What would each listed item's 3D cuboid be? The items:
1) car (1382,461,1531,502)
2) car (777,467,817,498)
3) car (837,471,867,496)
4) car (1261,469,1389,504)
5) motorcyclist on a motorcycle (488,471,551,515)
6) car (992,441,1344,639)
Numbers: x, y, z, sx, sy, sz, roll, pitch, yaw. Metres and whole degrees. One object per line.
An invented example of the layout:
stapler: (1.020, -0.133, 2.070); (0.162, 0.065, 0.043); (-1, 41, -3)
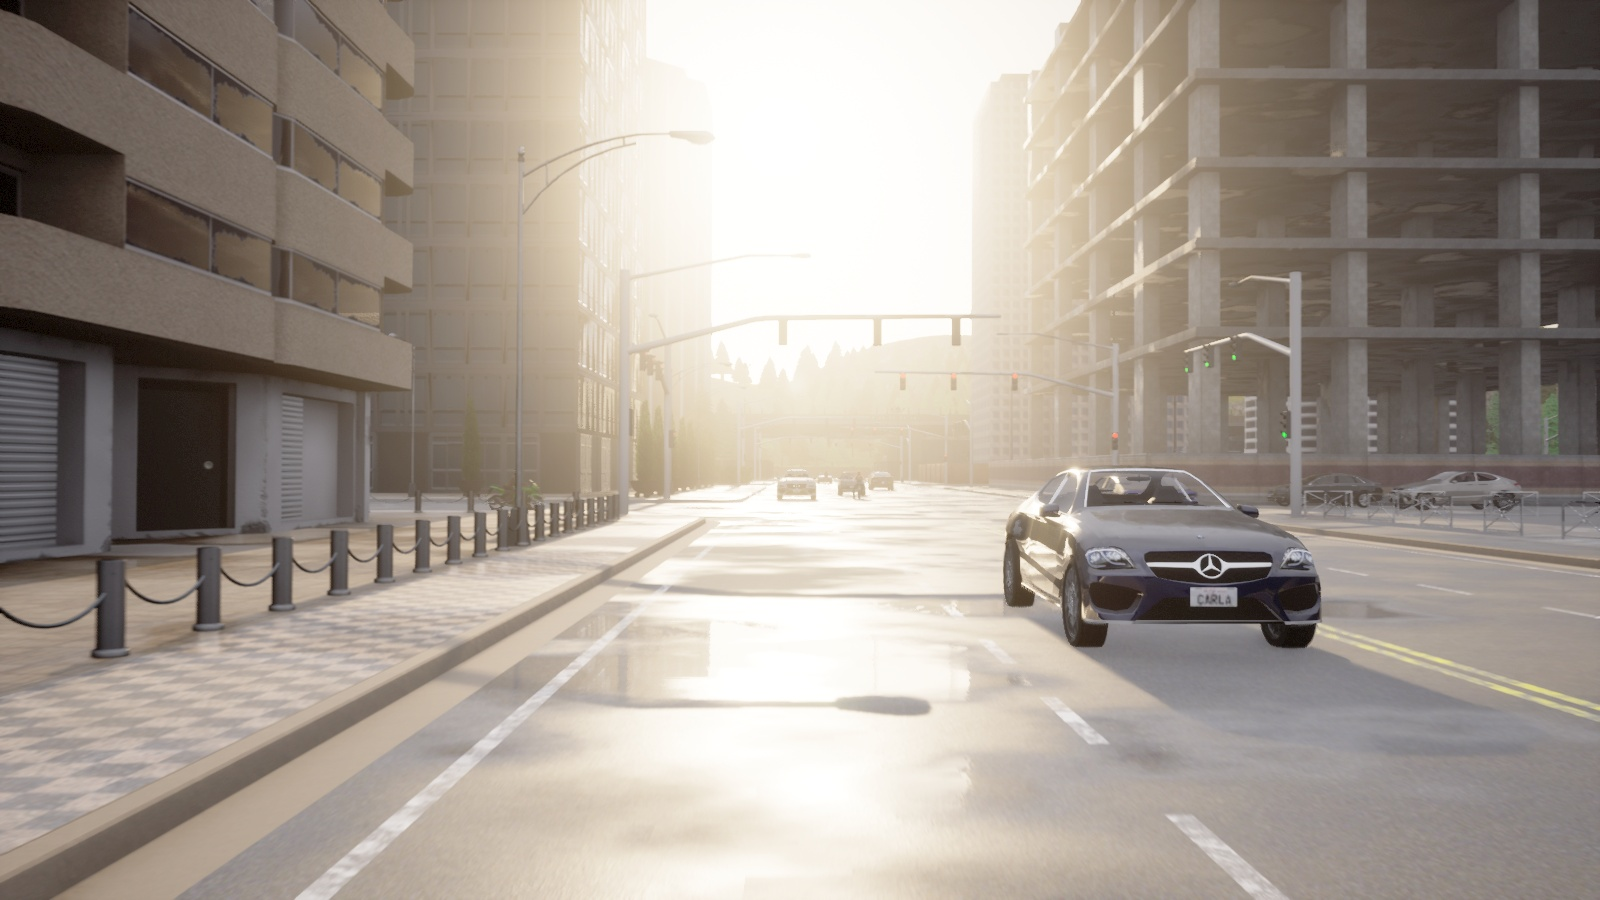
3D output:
car: (27.261, 1.304, 52.275); (5.027, 1.651, 2.152); (0, -1, 0)
car: (-0.169, 1.752, 69.172); (2.152, 1.651, 5.027); (0, -1, 0)
car: (3.305, 2.122, 80.159); (1.789, 1.549, 3.705); (0, -1, 0)
car: (23.266, 1.604, 55.749); (4.892, 1.490, 1.837); (0, -1, 0)
motorcyclist on a motorcycle: (-9.986, 1.530, 44.742); (2.044, 1.523, 0.797); (0, -1, -1)
car: (3.467, 0.798, 13.035); (2.152, 1.651, 5.027); (0, -1, 0)
